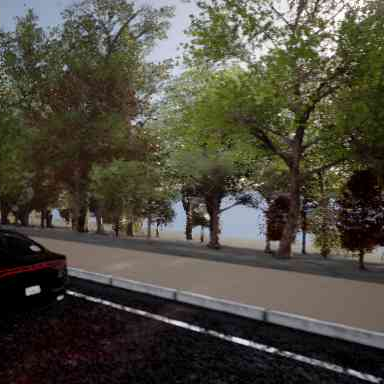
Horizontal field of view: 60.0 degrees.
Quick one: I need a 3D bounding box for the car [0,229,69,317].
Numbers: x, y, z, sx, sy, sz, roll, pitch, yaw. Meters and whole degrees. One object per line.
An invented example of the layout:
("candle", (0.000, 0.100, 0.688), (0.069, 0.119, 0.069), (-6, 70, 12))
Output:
("car", (-4.691, 1.514, 7.026), (5.008, 1.535, 1.882), (0, 0, 35))
